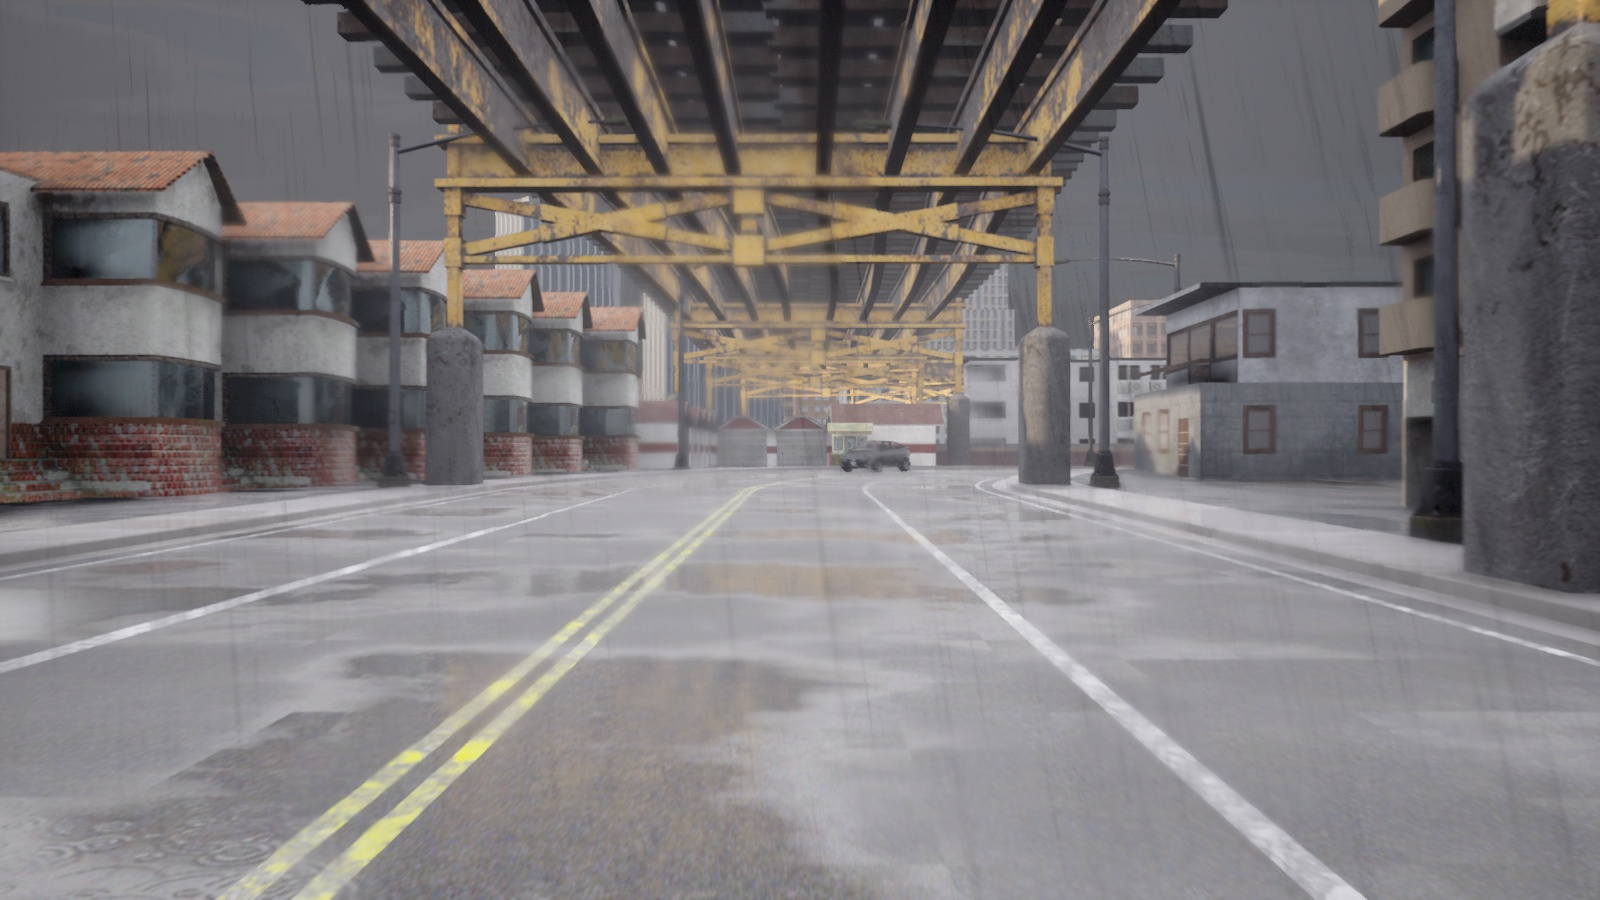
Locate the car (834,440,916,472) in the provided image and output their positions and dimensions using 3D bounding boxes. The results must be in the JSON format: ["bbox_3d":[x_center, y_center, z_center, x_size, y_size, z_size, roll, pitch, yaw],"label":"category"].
[{"bbox_3d":[3.684,0.274,60.892,2.007,1.525,4.514,0,0,32],"label":"car"}]
